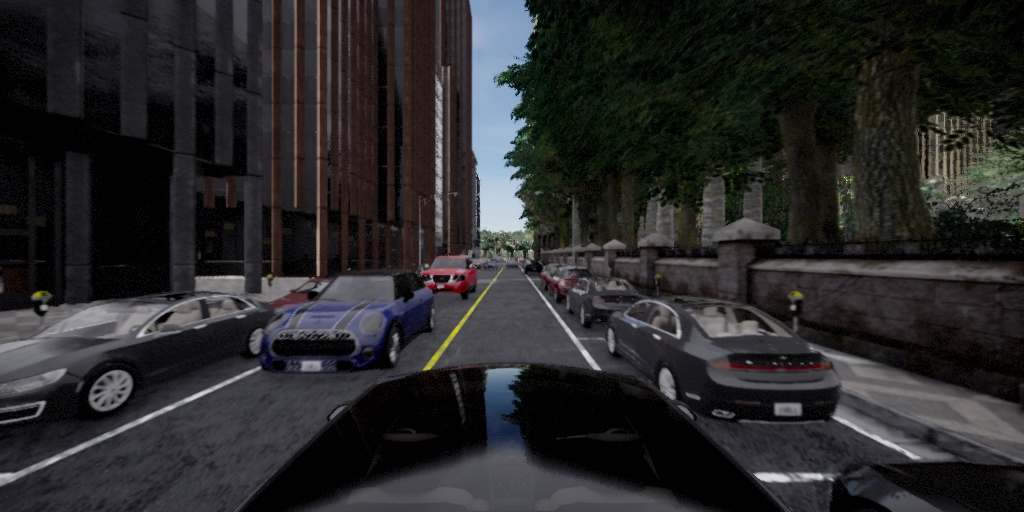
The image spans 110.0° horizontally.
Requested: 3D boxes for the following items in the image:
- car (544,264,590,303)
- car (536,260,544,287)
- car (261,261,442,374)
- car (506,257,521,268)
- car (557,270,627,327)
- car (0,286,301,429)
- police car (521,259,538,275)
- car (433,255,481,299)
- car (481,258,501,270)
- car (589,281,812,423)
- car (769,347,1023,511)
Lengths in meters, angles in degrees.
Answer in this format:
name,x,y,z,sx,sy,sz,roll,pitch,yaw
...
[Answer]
name,x,y,z,sx,sy,sz,roll,pitch,yaw
car,2.768,1.190,16.689,1.967,1.591,4.097,0,0,0
car,2.770,1.190,22.145,1.967,1.591,4.097,0,0,0
car,-3.088,1.102,7.768,2.097,1.767,4.553,0,0,0
car,0.019,1.318,59.076,2.033,1.411,5.357,0,0,0
car,2.766,1.301,11.232,2.007,1.370,4.403,0,0,0
car,-5.760,1.301,5.770,2.007,1.370,4.403,0,0,0
police car,2.379,1.178,40.172,1.930,1.638,5.238,0,0,0
car,-3.048,0.972,18.274,2.150,2.045,5.566,0,0,0
car,-3.053,1.323,52.866,1.994,1.385,4.181,0,0,0
car,2.765,1.300,5.775,2.007,1.370,4.403,0,0,0
car,2.763,1.316,0.319,1.948,1.339,4.313,0,0,0
